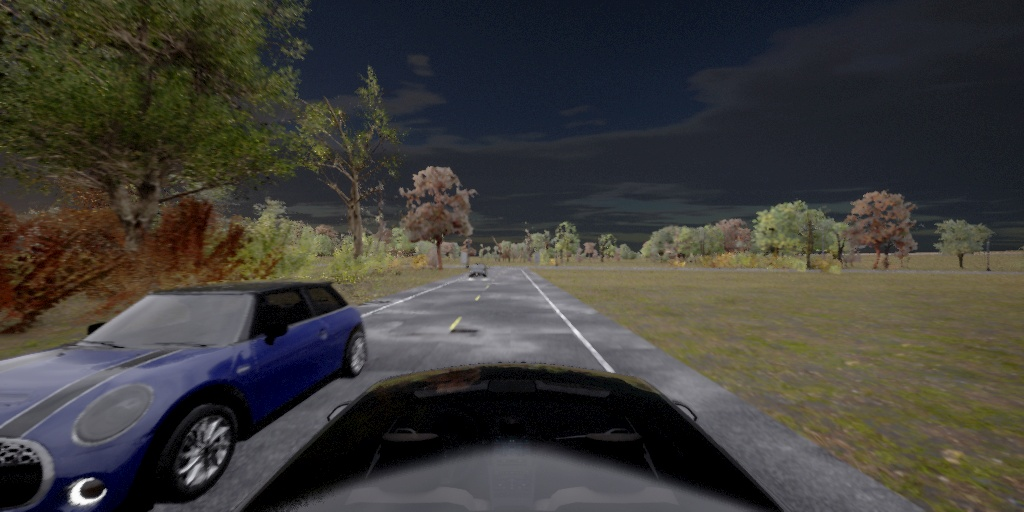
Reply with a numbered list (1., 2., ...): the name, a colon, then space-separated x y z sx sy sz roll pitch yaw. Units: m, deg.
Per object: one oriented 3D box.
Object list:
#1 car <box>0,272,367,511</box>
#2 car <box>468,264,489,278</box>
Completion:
1. car: -3.599 1.127 4.415 2.097 1.767 4.553 0 -1 0
2. car: -3.573 1.582 38.710 1.837 1.490 4.892 0 0 0
